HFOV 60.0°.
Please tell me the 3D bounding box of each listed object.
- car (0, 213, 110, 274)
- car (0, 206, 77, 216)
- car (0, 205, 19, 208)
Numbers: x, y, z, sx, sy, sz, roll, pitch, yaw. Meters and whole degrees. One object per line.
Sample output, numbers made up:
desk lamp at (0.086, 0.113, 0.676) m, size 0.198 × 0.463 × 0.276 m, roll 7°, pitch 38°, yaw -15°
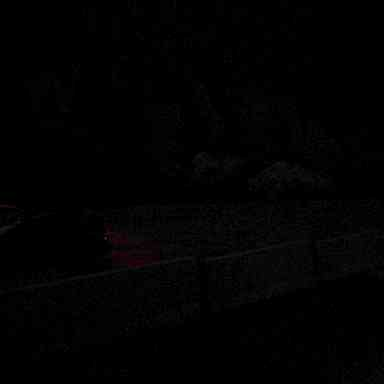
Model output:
car at (-4.657, 1.511, 9.269) m, size 4.674 × 1.442 × 1.812 m, roll -1°, pitch 0°, yaw -35°
car at (-5.807, 1.469, 12.745) m, size 4.902 × 1.511 × 2.128 m, roll 0°, pitch 0°, yaw -35°
car at (-7.518, 1.478, 15.823) m, size 4.892 × 1.490 × 1.837 m, roll 0°, pitch 0°, yaw -35°
